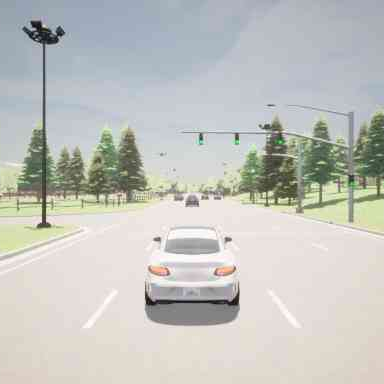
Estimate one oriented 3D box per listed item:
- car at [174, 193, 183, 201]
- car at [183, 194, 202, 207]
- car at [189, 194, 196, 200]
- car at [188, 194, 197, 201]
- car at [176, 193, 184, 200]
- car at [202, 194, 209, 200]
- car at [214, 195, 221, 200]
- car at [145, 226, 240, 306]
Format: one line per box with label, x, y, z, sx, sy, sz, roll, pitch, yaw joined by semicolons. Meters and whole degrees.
car;-3.398;1.544;82.821;1.994;1.385;4.181;0;0;0
car;0.063;1.352;51.790;2.097;1.767;4.553;0;0;0
car;0.114;1.332;92.853;1.837;1.490;4.892;0;0;0
car;0.102;1.347;82.820;2.097;1.767;4.553;0;0;0
car;-3.386;1.187;92.827;2.097;1.767;4.553;0;0;0
car;3.614;1.355;93.232;2.097;1.767;4.553;0;0;0
car;7.114;1.525;93.258;2.128;1.511;4.902;0;0;0
car;0.016;1.526;7.917;1.812;1.442;4.674;0;0;0
